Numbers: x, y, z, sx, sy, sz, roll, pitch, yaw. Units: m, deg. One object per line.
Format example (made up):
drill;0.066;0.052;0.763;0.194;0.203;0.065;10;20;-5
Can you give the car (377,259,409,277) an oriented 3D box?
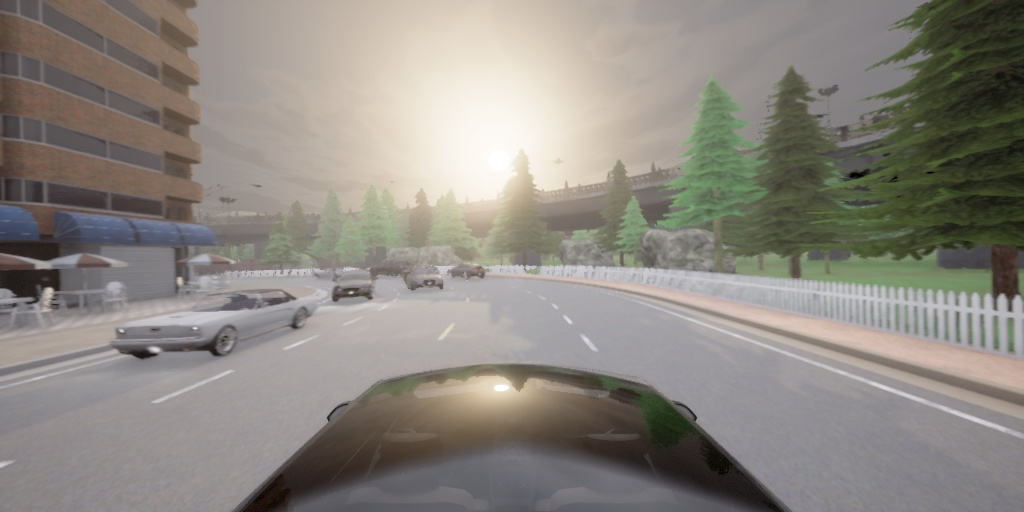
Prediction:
car;-14.575;1.465;43.051;5.566;2.045;2.150;-1;0;29

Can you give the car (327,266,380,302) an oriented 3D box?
car;-8.395;1.528;19.402;1.837;1.490;4.892;-2;0;-18

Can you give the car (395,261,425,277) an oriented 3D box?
car;-8.811;1.552;34.059;2.128;1.511;4.902;-2;0;-42

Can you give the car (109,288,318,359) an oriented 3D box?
car;-7.196;1.573;9.391;1.895;1.301;4.718;-2;0;-1

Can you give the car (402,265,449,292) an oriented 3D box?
car;-5.832;1.521;23.806;1.994;1.385;4.181;-2;0;-23

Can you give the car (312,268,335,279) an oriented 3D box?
car;-21.077;2.030;42.107;4.718;1.301;1.895;-2;0;21

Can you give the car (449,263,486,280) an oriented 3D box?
car;-4.404;1.439;34.279;1.837;1.490;4.892;-2;0;-38
